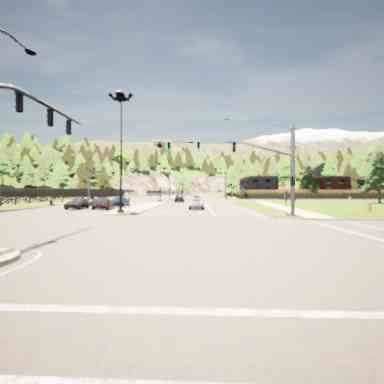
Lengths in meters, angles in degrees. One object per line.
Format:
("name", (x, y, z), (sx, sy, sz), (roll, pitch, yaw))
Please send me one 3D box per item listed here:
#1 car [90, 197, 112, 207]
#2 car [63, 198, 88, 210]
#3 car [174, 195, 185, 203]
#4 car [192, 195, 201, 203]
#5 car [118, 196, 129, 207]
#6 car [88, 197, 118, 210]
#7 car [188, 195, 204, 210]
("car", (-14.284, 1.479, 52.450), (2.033, 1.411, 5.357), (0, 0, 1))
("car", (-14.510, 1.492, 42.394), (2.033, 1.411, 5.357), (0, 0, 1))
("car", (-2.559, 1.398, 67.648), (2.128, 1.511, 4.902), (0, 0, 1))
("car", (0.941, 1.396, 67.599), (1.882, 1.535, 5.008), (0, 0, 1))
("car", (-10.836, 1.412, 50.485), (1.882, 1.535, 5.008), (0, 0, 1))
("car", (-11.027, 1.510, 41.522), (1.994, 1.385, 4.181), (0, 0, 1))
("car", (0.566, 1.472, 42.171), (1.812, 1.442, 4.674), (0, 0, 1))
